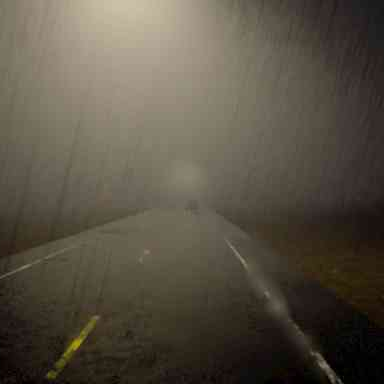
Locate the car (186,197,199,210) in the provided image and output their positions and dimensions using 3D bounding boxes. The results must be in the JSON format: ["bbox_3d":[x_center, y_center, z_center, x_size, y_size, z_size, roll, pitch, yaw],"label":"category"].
[{"bbox_3d":[0.063,2.020,51.406,1.882,1.535,5.008,0,-1,0],"label":"car"}]

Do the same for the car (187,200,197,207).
[{"bbox_3d":[0.013,2.297,69.772,1.994,1.385,4.181,0,-1,0],"label":"car"}]

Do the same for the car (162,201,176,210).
[{"bbox_3d":[-3.600,2.128,53.388,1.994,1.385,4.181,0,-1,0],"label":"car"}]
